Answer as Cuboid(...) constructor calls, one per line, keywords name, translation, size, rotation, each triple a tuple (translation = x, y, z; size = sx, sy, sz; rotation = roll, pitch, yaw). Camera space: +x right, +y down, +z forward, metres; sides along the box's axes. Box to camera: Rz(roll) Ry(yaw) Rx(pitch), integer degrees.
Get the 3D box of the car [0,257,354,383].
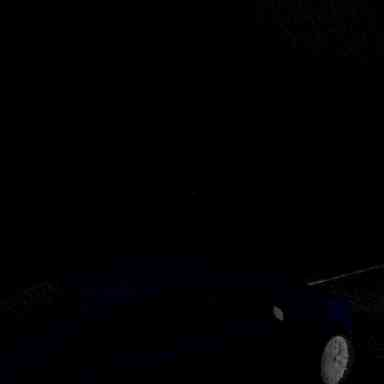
Cuboid(name="car", translation=(-0.256, 1.468, 3.520), size=(5.008, 1.535, 1.882), rotation=(0, 0, -35))
